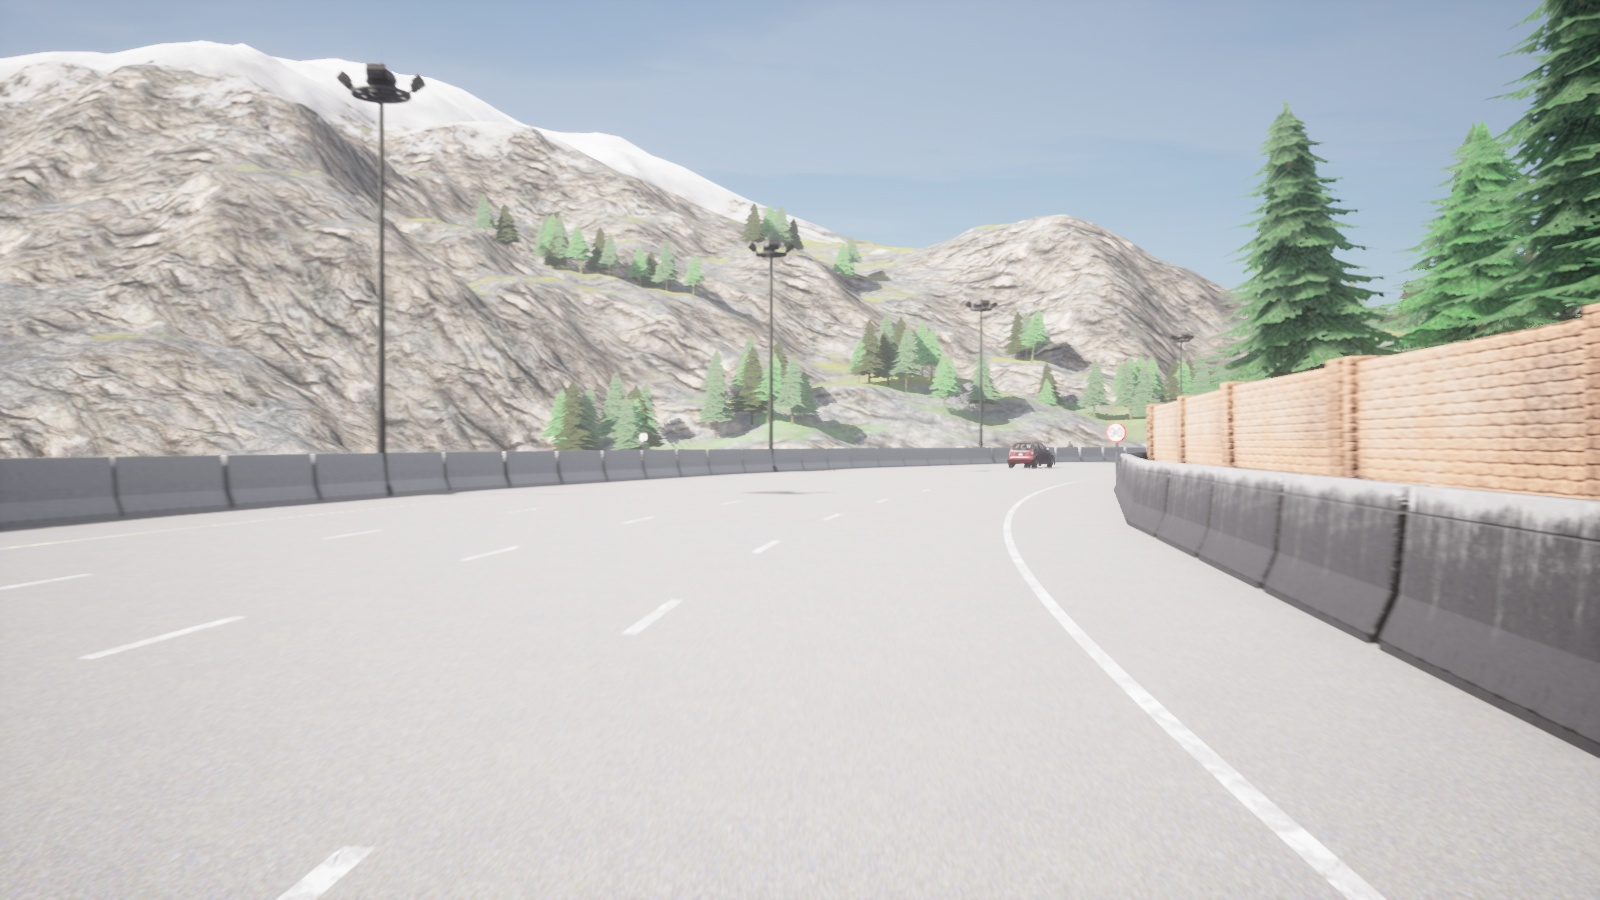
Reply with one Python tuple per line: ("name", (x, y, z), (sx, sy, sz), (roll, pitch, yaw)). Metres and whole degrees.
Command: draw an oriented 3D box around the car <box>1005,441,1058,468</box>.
("car", (14.034, 0.266, 76.028), (1.851, 1.617, 3.988), (0, 0, 31))
